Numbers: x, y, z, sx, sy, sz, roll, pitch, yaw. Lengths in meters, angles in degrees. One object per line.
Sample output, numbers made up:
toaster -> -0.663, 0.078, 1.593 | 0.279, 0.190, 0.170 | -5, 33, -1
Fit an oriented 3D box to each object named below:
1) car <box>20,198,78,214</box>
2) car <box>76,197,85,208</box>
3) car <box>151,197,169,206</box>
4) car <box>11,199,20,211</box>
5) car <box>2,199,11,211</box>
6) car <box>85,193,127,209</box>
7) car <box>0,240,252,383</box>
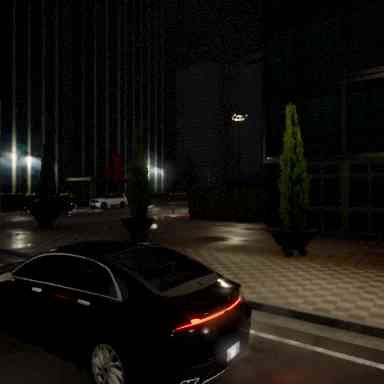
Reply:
car -> -14.686, 1.601, 34.367 | 1.895, 1.301, 4.718 | 0, 0, 35
car -> -15.373, 1.505, 45.990 | 1.837, 1.490, 4.892 | 0, 0, 35
car -> -5.549, 1.564, 53.853 | 1.994, 1.385, 4.181 | 0, 0, 35
car -> -17.077, 1.491, 37.484 | 2.128, 1.511, 4.902 | 0, 0, 35
car -> -21.024, 1.547, 37.948 | 2.033, 1.411, 5.357 | 0, 0, 35
car -> -11.355, 1.221, 45.619 | 2.150, 2.045, 5.566 | 0, 0, 35
car -> -1.513, 1.505, 5.085 | 4.892, 1.490, 1.837 | 0, 0, 36
